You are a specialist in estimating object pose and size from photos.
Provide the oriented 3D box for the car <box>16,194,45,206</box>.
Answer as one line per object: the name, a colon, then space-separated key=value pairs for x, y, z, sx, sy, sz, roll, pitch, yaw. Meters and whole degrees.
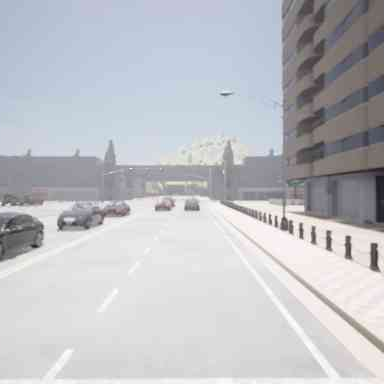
car: x=-24.545 y=1.176 z=51.137 sx=1.932 sy=1.855 sz=4.605 roll=0 pitch=0 yaw=0

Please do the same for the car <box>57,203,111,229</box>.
car: x=-7.085 y=1.516 z=21.622 sx=2.128 sy=1.511 sz=4.902 roll=0 pitch=0 yaw=0

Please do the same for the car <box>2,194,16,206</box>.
car: x=-27.440 y=1.179 z=51.202 sx=1.905 sy=1.878 sz=3.866 roll=0 pitch=0 yaw=0

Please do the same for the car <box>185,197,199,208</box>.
car: x=0.003 y=1.569 z=49.759 sx=2.033 sy=1.411 sz=5.357 roll=0 pitch=0 yaw=0

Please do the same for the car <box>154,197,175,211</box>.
car: x=-3.497 y=1.624 z=40.813 sx=1.895 sy=1.301 sz=4.718 roll=0 pitch=0 yaw=0

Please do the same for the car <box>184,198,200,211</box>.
car: x=0.003 y=1.587 z=40.782 sx=1.994 sy=1.385 sz=4.181 roll=0 pitch=0 yaw=0

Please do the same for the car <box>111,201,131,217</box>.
car: x=-7.074 y=1.588 z=31.615 sx=1.994 sy=1.385 sz=4.181 roll=0 pitch=0 yaw=1

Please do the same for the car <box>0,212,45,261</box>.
car: x=-7.089 y=1.530 z=12.095 sx=1.837 sy=1.490 sz=4.892 roll=0 pitch=0 yaw=0
